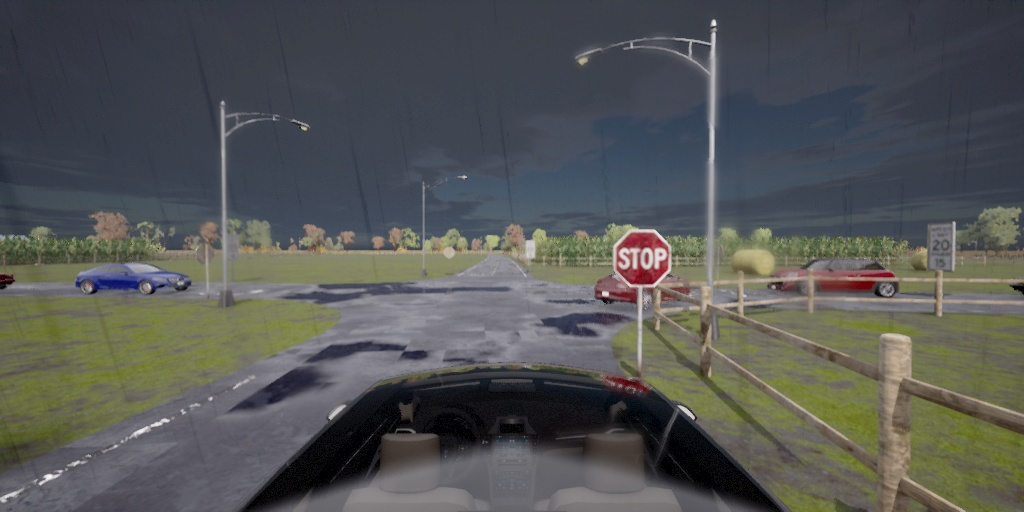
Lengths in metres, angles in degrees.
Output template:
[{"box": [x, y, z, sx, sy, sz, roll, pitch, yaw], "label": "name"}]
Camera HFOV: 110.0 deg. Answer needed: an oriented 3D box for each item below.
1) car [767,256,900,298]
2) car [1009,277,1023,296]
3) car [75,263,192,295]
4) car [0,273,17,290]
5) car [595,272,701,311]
[{"box": [14.603, 0.898, 16.588, 4.553, 1.767, 2.097, 0, 1, 10], "label": "car"}, {"box": [24.287, 1.184, 14.744, 4.718, 1.301, 1.895, 0, 1, 12], "label": "car"}, {"box": [-18.249, 1.053, 17.333, 4.674, 1.442, 1.812, 0, 1, 3], "label": "car"}, {"box": [-27.846, 1.120, 17.658, 4.718, 1.301, 1.895, 0, 1, 1], "label": "car"}, {"box": [5.212, 1.128, 13.635, 4.674, 1.442, 1.812, -1, 0, -32], "label": "car"}]
